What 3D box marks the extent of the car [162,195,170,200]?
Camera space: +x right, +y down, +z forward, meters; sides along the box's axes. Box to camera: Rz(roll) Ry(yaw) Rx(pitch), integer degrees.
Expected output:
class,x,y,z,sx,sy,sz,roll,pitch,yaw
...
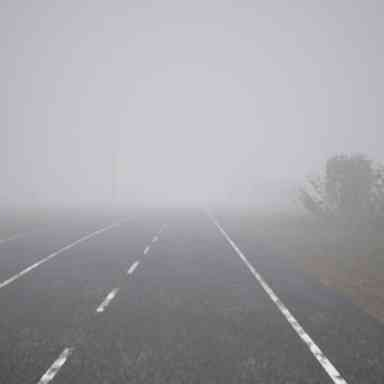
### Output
class,x,y,z,sx,sy,sz,roll,pitch,yaw
car,-6.939,1.414,88.960,1.994,1.385,4.181,0,0,0
